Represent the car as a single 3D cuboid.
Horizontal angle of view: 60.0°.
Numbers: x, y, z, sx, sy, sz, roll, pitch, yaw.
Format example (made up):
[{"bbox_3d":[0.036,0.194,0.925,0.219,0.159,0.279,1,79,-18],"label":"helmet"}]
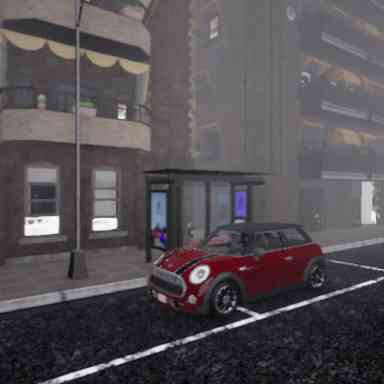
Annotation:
[{"bbox_3d":[1.074,1.437,7.326,4.097,1.590,1.967,0,0,-35],"label":"car"}]
